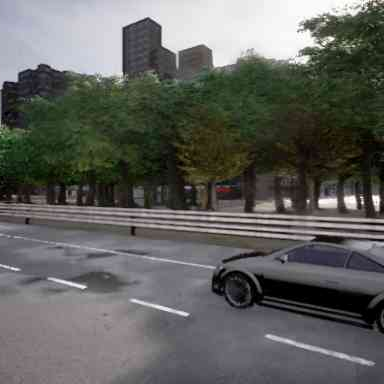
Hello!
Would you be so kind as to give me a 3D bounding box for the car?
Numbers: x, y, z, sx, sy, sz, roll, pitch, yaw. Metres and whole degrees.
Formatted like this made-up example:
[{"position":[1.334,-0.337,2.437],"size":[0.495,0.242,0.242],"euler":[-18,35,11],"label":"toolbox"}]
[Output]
[{"position":[2.457,1.567,6.418],"size":[4.181,1.385,1.994],"euler":[0,0,36],"label":"car"}]
